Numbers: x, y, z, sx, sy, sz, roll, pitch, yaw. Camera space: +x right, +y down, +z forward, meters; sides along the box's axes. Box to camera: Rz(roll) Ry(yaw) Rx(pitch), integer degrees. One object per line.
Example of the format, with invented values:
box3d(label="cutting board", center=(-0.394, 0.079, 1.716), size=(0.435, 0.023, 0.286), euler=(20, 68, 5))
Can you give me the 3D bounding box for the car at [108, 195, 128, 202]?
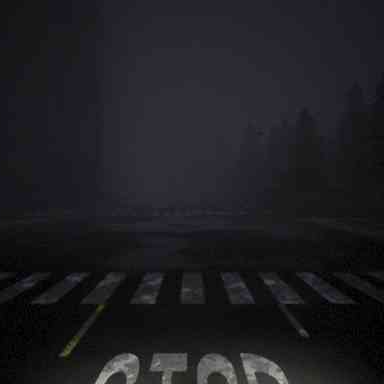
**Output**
box3d(label="car", center=(-14.907, 1.296, 66.934), size=(4.718, 1.301, 1.895), euler=(0, 0, 44))
